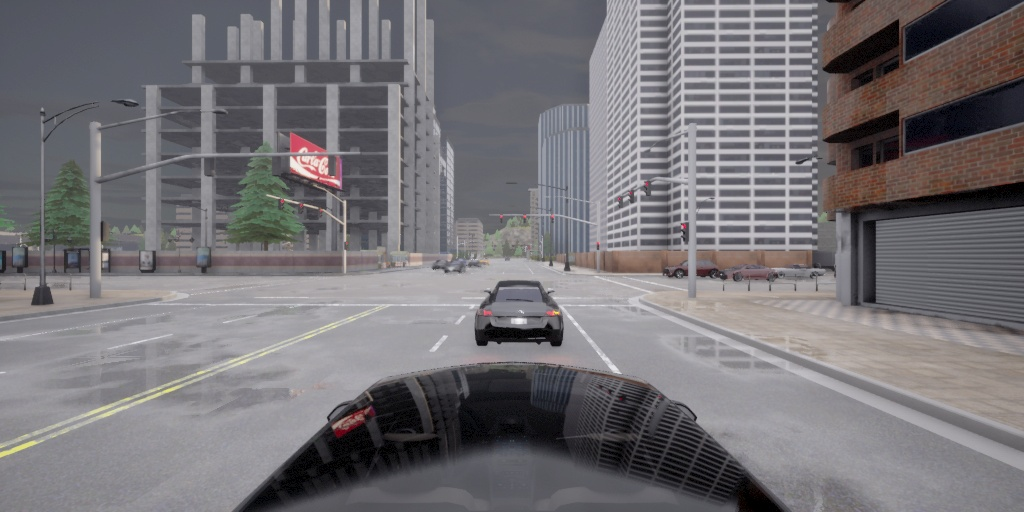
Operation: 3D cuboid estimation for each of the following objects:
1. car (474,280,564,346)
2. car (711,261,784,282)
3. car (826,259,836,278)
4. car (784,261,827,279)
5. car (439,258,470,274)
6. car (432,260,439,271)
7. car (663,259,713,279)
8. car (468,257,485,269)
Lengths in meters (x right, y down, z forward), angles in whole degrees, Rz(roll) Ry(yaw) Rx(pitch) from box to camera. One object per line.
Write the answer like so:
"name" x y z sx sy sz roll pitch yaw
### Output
"car" 0.187 1.314 9.399 1.994 1.385 4.181 0 0 1
"car" 18.789 1.314 28.776 4.181 1.385 1.994 0 0 1
"car" 28.675 1.228 28.640 5.008 1.535 1.882 0 0 1
"car" 25.056 1.351 32.195 4.718 1.301 1.895 0 0 1
"car" -6.445 1.241 40.695 2.128 1.511 4.902 0 0 1
"car" -9.784 1.254 49.626 1.837 1.490 4.892 0 0 1
"car" 16.063 1.102 32.310 4.553 1.767 2.097 0 0 1
"car" -6.116 1.297 58.532 2.033 1.411 5.357 0 0 1
